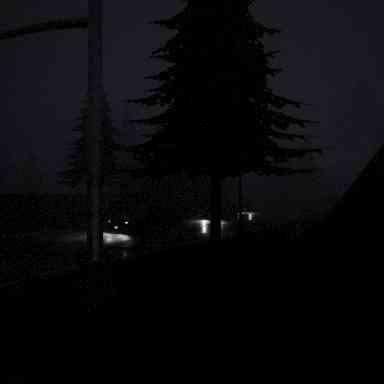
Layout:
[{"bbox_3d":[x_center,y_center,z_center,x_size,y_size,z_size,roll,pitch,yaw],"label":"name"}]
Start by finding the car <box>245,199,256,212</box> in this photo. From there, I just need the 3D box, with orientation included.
[{"bbox_3d":[6.439,1.547,38.998,2.033,1.411,5.357,0,0,16],"label":"car"}]

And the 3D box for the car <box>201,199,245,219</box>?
[{"bbox_3d":[2.671,1.547,29.261,2.033,1.411,5.357,0,0,26],"label":"car"}]

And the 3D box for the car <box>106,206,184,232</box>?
[{"bbox_3d":[-2.648,1.547,20.392,2.033,1.411,5.357,0,0,35],"label":"car"}]
